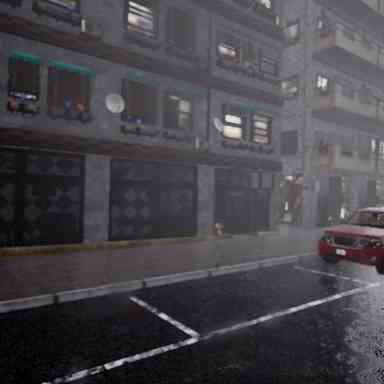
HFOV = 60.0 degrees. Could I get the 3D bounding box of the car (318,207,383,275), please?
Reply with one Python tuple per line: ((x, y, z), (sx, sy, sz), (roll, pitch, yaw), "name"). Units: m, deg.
((6.363, 1.443, 11.071), (5.009, 1.841, 2.192), (1, 1, -35), "car")
